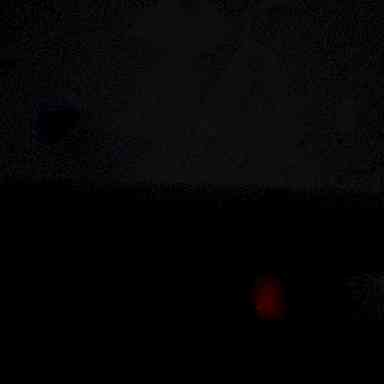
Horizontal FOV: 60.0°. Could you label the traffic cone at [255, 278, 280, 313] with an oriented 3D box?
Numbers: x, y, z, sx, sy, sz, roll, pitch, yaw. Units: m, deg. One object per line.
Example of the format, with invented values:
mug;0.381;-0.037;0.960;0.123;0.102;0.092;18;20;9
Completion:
traffic cone;1.451;1.962;6.406;0.340;0.580;0.340;0;0;-31
